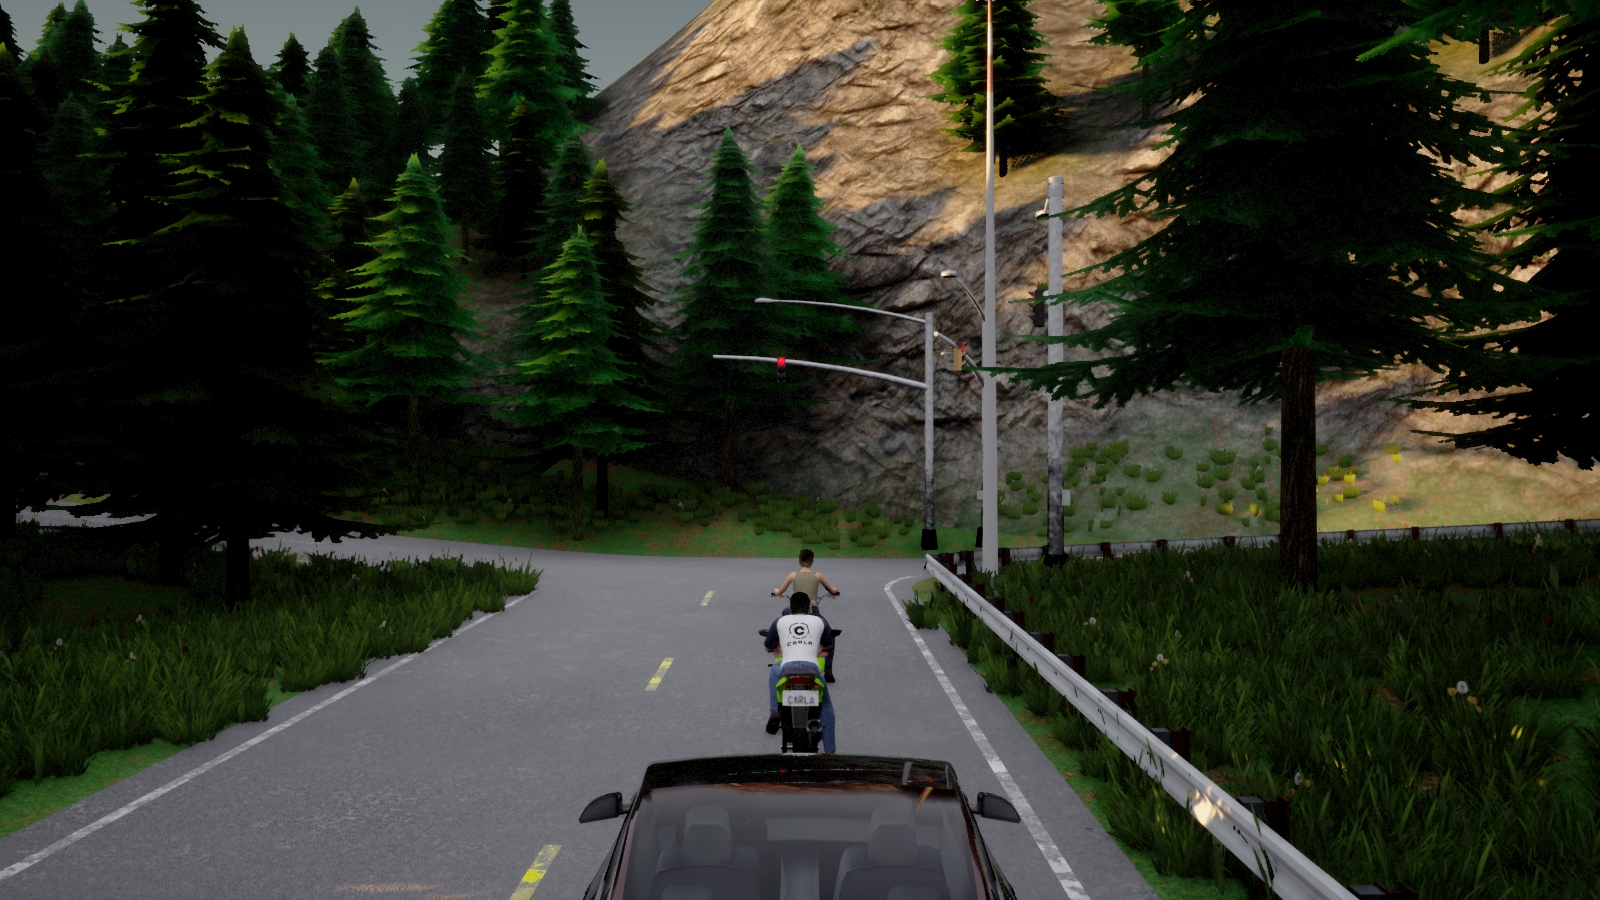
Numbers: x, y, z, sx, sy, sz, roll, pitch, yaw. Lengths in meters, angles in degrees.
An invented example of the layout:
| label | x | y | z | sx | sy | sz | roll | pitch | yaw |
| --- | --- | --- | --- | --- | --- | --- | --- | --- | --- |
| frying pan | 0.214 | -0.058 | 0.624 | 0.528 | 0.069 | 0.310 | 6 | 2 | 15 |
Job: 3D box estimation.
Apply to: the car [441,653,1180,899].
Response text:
| label | x | y | z | sx | sy | sz | roll | pitch | yaw |
| --- | --- | --- | --- | --- | --- | --- | --- | --- | --- |
| car | 0.029 | 2.063 | 5.012 | 2.163 | 1.488 | 4.792 | 0 | 0 | 0 |

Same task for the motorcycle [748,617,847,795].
| label | x | y | z | sx | sy | sz | roll | pitch | yaw |
| --- | --- | --- | --- | --- | --- | --- | --- | --- | --- |
| motorcycle | -0.020 | 2.213 | 10.238 | 0.803 | 1.145 | 2.033 | 0 | 0 | 0 |

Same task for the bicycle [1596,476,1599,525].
| label | x | y | z | sx | sy | sz | roll | pitch | yaw |
| --- | --- | --- | --- | --- | --- | --- | --- | --- | --- |
| bicycle | 21.725 | 1.355 | 29.474 | 1.835 | 1.471 | 0.329 | -5 | -2 | 26 |
